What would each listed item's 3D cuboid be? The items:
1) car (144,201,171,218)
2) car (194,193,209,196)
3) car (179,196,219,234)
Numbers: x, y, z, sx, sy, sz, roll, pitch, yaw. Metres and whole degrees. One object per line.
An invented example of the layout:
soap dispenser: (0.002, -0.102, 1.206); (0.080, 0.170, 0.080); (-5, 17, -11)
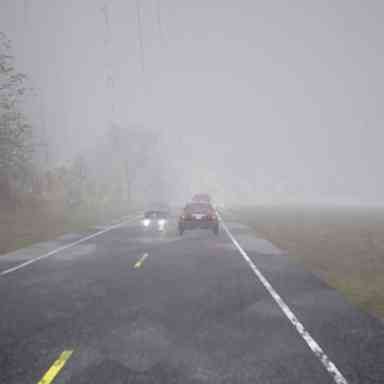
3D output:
car: (-2.901, 1.500, 29.404); (2.033, 1.411, 5.357); (0, 0, 2)
car: (1.196, 1.162, 39.872); (2.150, 2.045, 5.566); (0, 0, 3)
car: (0.391, 1.321, 19.153); (2.097, 1.767, 4.553); (0, 0, 1)
